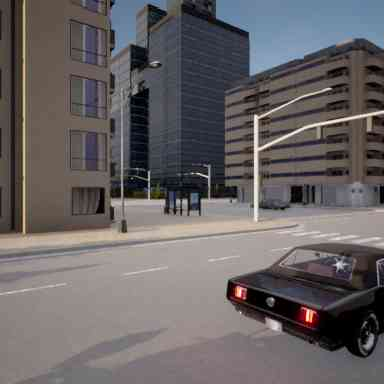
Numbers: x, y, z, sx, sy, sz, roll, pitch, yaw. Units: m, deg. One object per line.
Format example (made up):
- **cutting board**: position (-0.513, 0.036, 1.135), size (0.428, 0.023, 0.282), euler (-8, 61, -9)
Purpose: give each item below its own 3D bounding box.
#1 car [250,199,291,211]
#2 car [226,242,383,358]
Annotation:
- **car**: position (9.917, 1.603, 42.299), size (2.033, 1.411, 5.357), euler (0, 0, -38)
- **car**: position (2.954, 1.601, 6.035), size (4.718, 1.301, 1.895), euler (0, 0, -36)
